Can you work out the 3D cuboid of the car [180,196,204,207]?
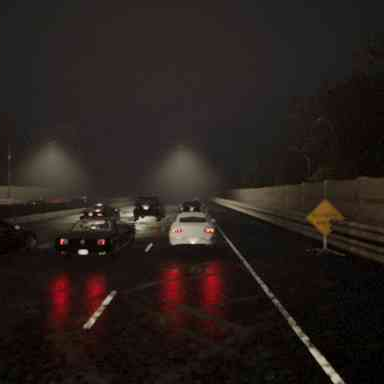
[{"bbox_3d":[-0.008,1.454,29.044,2.097,1.767,4.553,0,0,0],"label":"car"}]

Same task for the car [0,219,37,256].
[{"bbox_3d":[-6.980,1.559,11.071,1.812,1.442,4.674,0,0,0],"label":"car"}]

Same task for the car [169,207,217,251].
[{"bbox_3d":[0.033,1.573,14.171,1.812,1.442,4.674,0,-1,0],"label":"car"}]

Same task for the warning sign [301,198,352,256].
[{"bbox_3d":[4.521,1.152,11.303,1.300,1.860,1.060,0,0,0],"label":"warning sign"}]

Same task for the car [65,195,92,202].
[{"bbox_3d":[-17.700,1.430,53.112,2.150,2.045,5.566,0,0,0],"label":"car"}]

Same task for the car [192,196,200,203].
[{"bbox_3d":[1.005,1.811,81.482,1.801,1.575,5.366,0,0,0],"label":"car"}]

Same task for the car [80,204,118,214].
[{"bbox_3d":[-7.022,1.635,25.608,2.033,1.411,5.357,0,0,0],"label":"car"}]

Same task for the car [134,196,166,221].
[{"bbox_3d":[-3.509,1.323,28.100,2.150,2.045,5.566,0,0,0],"label":"car"}]

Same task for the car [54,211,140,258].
[{"bbox_3d":[-3.470,1.641,12.882,1.895,1.301,4.718,0,0,0],"label":"car"}]

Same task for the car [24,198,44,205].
[{"bbox_3d":[-24.696,1.710,52.691,1.837,1.490,4.892,0,0,0],"label":"car"}]

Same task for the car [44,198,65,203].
[{"bbox_3d":[-21.197,1.732,52.745,1.812,1.442,4.674,0,0,0],"label":"car"}]
